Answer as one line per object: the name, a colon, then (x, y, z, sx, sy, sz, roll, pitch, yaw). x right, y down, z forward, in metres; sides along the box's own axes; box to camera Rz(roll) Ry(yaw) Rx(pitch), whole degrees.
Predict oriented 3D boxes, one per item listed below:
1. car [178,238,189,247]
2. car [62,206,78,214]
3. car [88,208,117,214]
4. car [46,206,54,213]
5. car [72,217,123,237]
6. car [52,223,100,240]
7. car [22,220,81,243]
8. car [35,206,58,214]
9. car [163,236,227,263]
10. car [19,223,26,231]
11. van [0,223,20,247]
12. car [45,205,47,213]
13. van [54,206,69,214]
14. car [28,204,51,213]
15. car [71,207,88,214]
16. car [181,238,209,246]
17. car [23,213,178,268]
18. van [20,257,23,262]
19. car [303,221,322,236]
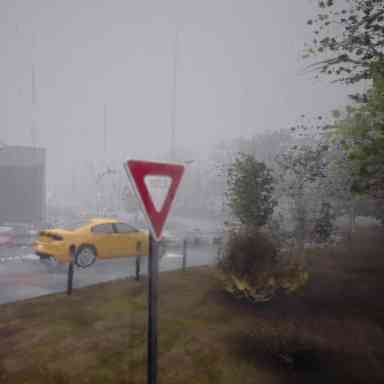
car: (-3.444, 4.388, 22.627, 5.566, 2.045, 2.435, 2, 1, 17)
car: (-22.795, 4.123, 65.938, 2.002, 1.452, 4.674, 0, 1, 19)
car: (-15.752, 3.951, 60.274, 2.435, 2.045, 5.566, 1, 1, 19)
car: (-27.465, 4.004, 69.708, 2.097, 1.535, 5.008, 1, 1, 19)
car: (-11.402, 4.161, 40.152, 5.566, 2.045, 2.435, 0, 0, 17)
car: (-13.141, 4.441, 37.809, 4.792, 1.488, 2.163, 0, 0, 17)
car: (-14.932, 4.160, 35.445, 5.566, 2.045, 2.435, 0, 0, 17)
car: (-32.152, 3.966, 73.472, 2.002, 1.452, 4.674, 0, 1, 19)
car: (0.269, 4.670, 27.447, 4.792, 1.488, 2.163, 2, 1, 17)
car: (-16.727, 4.160, 33.092, 5.566, 2.045, 2.435, 0, 0, 17)
van: (-18.661, 4.186, 30.771, 4.442, 1.987, 1.878, 0, 0, 17)
car: (-29.829, 3.839, 71.557, 2.185, 1.767, 4.553, 0, 1, 19)
van: (-25.164, 3.820, 67.705, 1.878, 1.987, 4.442, 1, 1, 19)
car: (-34.472, 3.761, 75.385, 2.185, 1.767, 4.553, 1, 1, 19)
car: (-20.387, 4.117, 64.238, 1.946, 1.575, 5.366, 0, 1, 19)
car: (-1.557, 4.389, 25.037, 5.566, 2.045, 2.435, 2, 1, 17)
car: (-3.071, 1.735, 12.230, 1.882, 1.535, 5.008, 0, -4, 42)
van: (-6.968, 4.417, 17.792, 4.442, 1.987, 1.878, 2, 1, 17)
car: (11.424, 3.430, 31.223, 2.097, 1.767, 4.553, 1, -4, 30)
